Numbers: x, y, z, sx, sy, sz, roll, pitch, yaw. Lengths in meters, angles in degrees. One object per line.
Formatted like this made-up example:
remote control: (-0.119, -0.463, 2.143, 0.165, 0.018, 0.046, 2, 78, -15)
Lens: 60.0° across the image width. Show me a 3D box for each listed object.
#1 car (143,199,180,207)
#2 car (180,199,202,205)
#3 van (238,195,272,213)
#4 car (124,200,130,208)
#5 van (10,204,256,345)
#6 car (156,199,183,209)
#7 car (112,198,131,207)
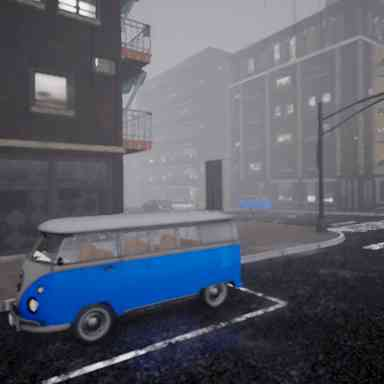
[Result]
car: (-3.550, 1.556, 35.096, 1.967, 1.590, 4.097, -2, 0, -36)
car: (-1.315, 1.596, 36.565, 1.812, 1.442, 4.674, -1, 0, -36)
van: (6.626, 1.226, 35.477, 1.690, 1.788, 3.998, -2, 0, -36)
car: (-10.145, 1.743, 44.252, 1.967, 1.590, 4.097, -2, 0, -36)
van: (-0.923, 1.287, 6.037, 3.998, 1.788, 1.690, -1, 1, -35)
car: (-3.396, 1.733, 49.113, 1.947, 1.339, 4.313, -2, 0, -36)
car: (-13.389, 1.977, 62.986, 1.752, 1.417, 4.829, -2, 0, -36)
